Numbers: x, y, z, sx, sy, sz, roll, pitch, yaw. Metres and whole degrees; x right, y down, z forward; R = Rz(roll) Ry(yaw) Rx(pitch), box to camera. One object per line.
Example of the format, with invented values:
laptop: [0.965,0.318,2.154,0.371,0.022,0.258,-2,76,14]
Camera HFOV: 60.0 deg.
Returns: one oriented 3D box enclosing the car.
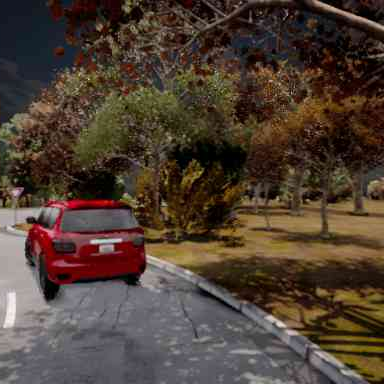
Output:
car: [-3.110,1.236,9.080,2.150,2.045,5.566,0,0,-31]
